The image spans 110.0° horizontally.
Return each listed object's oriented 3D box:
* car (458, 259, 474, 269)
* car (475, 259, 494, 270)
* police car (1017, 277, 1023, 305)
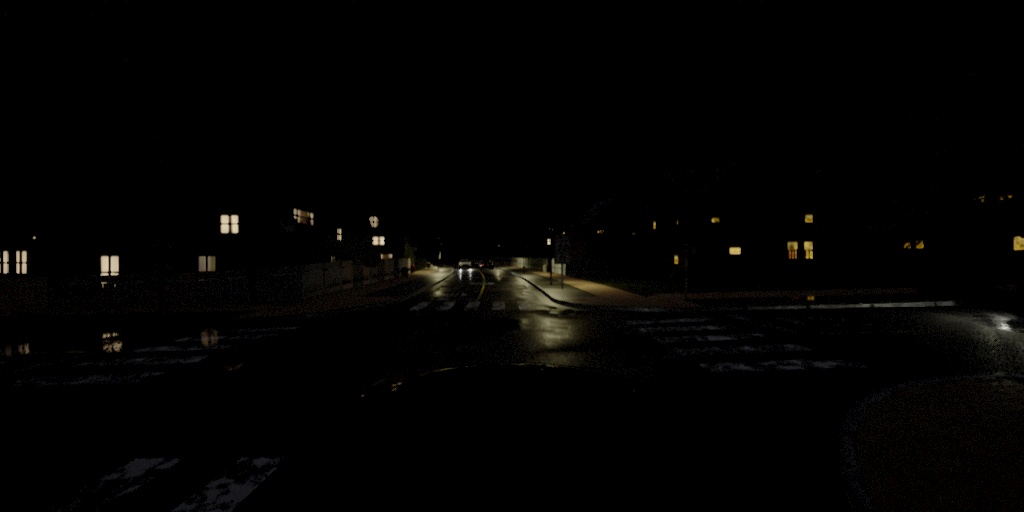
[{"bbox_3d":[-7.340,1.249,55.823,1.812,1.442,4.674,0,0,-10],"label":"car"},{"bbox_3d":[-3.734,1.247,51.365,2.033,1.411,5.357,0,0,-10],"label":"car"},{"bbox_3d":[16.503,0.684,9.417,5.238,1.638,1.930,-1,0,0],"label":"police car"}]
